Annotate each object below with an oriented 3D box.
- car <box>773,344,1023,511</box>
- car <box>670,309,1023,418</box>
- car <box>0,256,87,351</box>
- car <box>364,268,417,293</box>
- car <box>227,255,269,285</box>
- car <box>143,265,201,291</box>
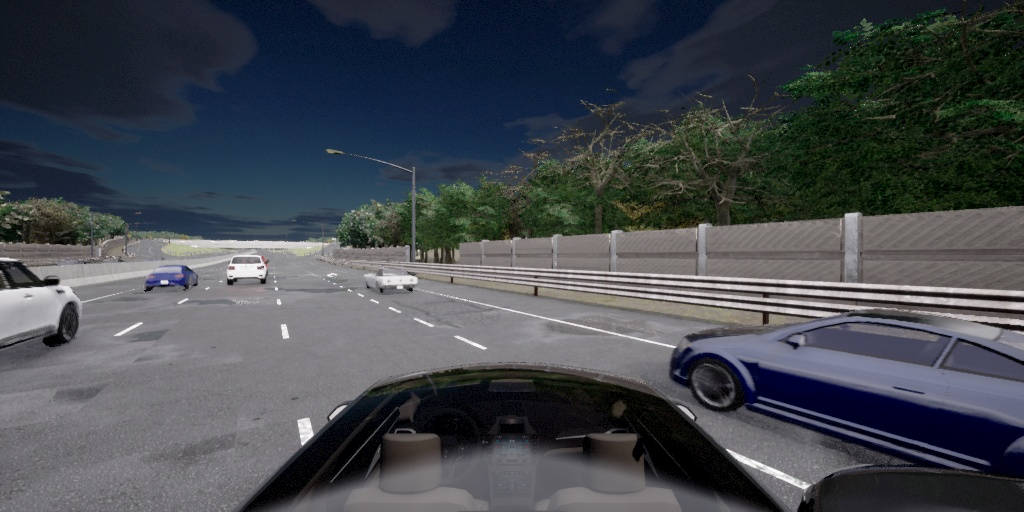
[{"bbox_3d":[2.985,1.315,0.468,4.181,1.385,1.994,0,0,34],"label":"car"},{"bbox_3d":[4.090,1.314,4.113,1.994,1.385,4.181,0,0,-34],"label":"car"},{"bbox_3d":[-9.940,0.969,6.105,2.150,2.045,5.566,0,0,-34],"label":"car"},{"bbox_3d":[-7.143,1.346,20.719,1.895,1.301,4.718,0,0,-34],"label":"car"},{"bbox_3d":[-19.274,0.957,26.216,2.150,2.045,5.566,0,0,-34],"label":"car"},{"bbox_3d":[-20.401,1.263,21.614,1.812,1.442,4.674,0,0,-34],"label":"car"}]
